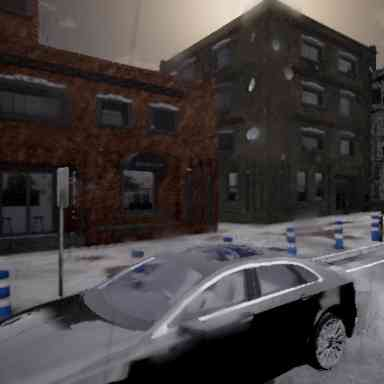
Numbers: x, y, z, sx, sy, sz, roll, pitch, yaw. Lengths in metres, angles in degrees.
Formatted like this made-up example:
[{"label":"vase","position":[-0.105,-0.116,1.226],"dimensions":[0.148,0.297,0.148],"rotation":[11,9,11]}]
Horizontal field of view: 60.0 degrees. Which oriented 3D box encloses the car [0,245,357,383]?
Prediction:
[{"label":"car","position":[0.068,1.483,4.041],"dimensions":[4.902,1.511,2.128],"rotation":[0,0,-36]}]
